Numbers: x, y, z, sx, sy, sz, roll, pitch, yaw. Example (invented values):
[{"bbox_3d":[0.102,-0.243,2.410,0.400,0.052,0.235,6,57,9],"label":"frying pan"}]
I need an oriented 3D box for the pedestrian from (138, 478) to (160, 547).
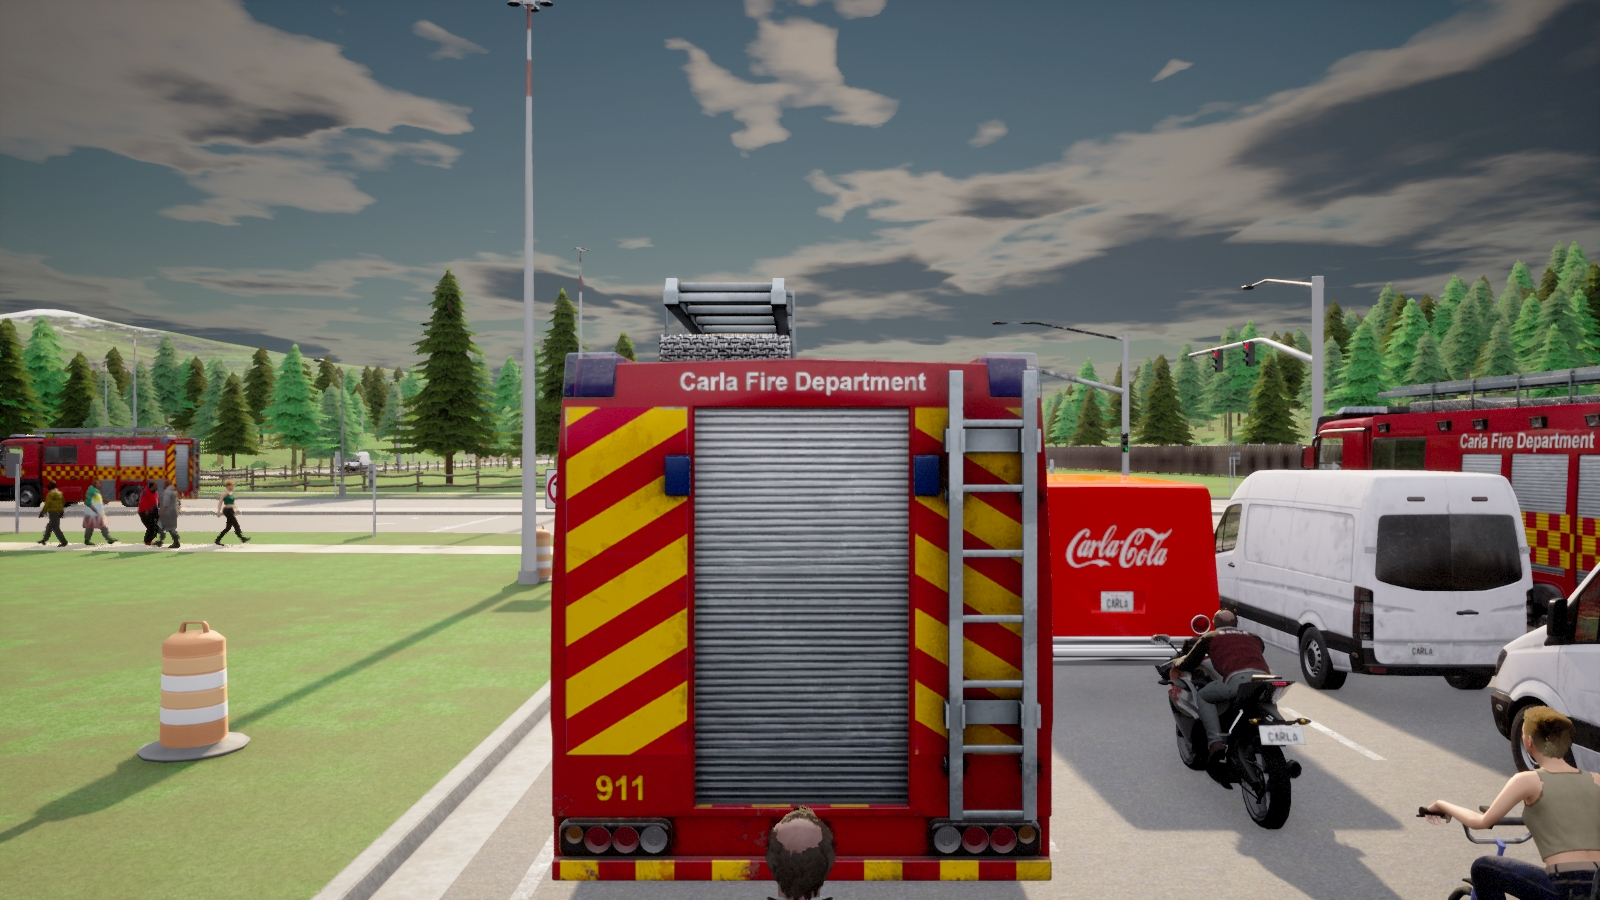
[{"bbox_3d":[-17.785,1.696,31.225,0.375,1.860,0.375,0,0,4],"label":"pedestrian"}]

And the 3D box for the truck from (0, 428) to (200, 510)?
[{"bbox_3d":[-34.035,0.888,55.272,8.468,3.827,2.891,0,0,1],"label":"truck"}]

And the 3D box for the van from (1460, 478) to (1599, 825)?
[{"bbox_3d":[6.995,1.534,7.434,1.988,2.561,5.915,0,0,0],"label":"van"}]

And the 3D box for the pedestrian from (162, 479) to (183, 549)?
[{"bbox_3d":[-16.751,1.696,30.506,0.375,1.860,0.375,0,0,-5],"label":"pedestrian"}]

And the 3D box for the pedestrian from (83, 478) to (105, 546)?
[{"bbox_3d":[-19.358,1.697,31.319,0.375,1.860,0.375,0,0,-5],"label":"pedestrian"}]

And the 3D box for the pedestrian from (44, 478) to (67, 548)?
[{"bbox_3d":[-20.035,1.696,30.733,0.375,1.860,0.375,0,0,3],"label":"pedestrian"}]

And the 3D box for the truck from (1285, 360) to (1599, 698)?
[{"bbox_3d":[10.497,0.891,17.079,2.891,3.827,8.468,0,0,0],"label":"truck"}]

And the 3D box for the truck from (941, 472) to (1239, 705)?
[{"bbox_3d":[3.509,1.568,15.144,2.627,2.467,5.204,0,0,0],"label":"truck"}]

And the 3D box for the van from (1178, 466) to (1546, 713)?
[{"bbox_3d":[6.998,1.534,15.198,1.988,2.561,5.915,0,0,0],"label":"van"}]

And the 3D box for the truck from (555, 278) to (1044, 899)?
[{"bbox_3d":[-0.004,0.891,10.995,2.891,3.827,8.468,0,0,0],"label":"truck"}]

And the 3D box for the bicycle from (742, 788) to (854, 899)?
[{"bbox_3d":[-0.006,2.060,3.542,0.329,1.471,1.835,0,0,0],"label":"bicycle"}]

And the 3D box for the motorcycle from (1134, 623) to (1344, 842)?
[{"bbox_3d":[3.491,2.205,9.350,0.867,1.251,2.209,0,0,0],"label":"motorcycle"}]

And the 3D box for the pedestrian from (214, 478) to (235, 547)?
[{"bbox_3d":[-15.666,1.696,31.089,0.375,1.860,0.375,0,0,3],"label":"pedestrian"}]

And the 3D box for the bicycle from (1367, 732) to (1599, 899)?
[{"bbox_3d":[3.482,2.158,5.413,0.859,1.277,1.487,0,0,0],"label":"bicycle"}]
